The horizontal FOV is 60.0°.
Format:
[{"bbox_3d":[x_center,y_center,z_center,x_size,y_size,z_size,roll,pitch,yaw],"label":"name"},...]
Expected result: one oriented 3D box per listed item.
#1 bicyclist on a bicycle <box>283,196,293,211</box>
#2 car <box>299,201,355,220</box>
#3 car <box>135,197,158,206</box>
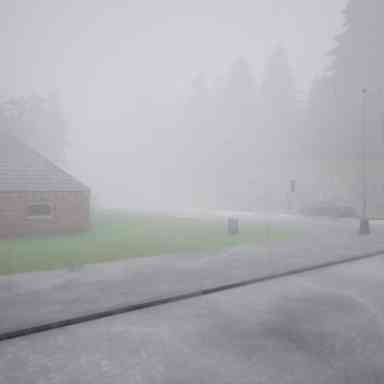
[{"bbox_3d":[10.524,1.295,36.480,1.656,1.620,0.582,0,0,-35],"label":"bicyclist on a bicycle"},{"bbox_3d":[11.304,1.479,28.103,1.812,1.442,4.674,0,0,-35],"label":"car"},{"bbox_3d":[-7.488,1.503,54.435,2.033,1.411,5.357,0,0,-35],"label":"car"}]
